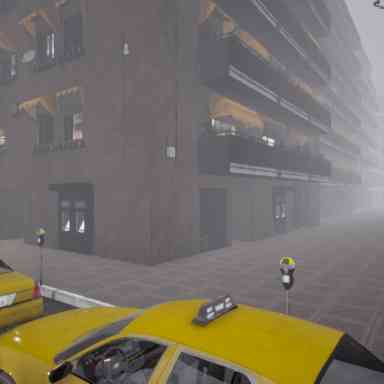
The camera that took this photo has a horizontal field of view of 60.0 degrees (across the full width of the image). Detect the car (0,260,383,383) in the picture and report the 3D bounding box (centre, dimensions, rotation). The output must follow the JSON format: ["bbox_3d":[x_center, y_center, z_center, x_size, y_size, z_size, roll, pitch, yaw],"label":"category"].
[{"bbox_3d":[-0.031,1.525,2.749,4.829,1.417,1.752,0,0,36],"label":"car"}]

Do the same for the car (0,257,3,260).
[{"bbox_3d":[-4.618,1.527,6.031,4.829,1.417,1.752,0,0,36],"label":"car"}]
